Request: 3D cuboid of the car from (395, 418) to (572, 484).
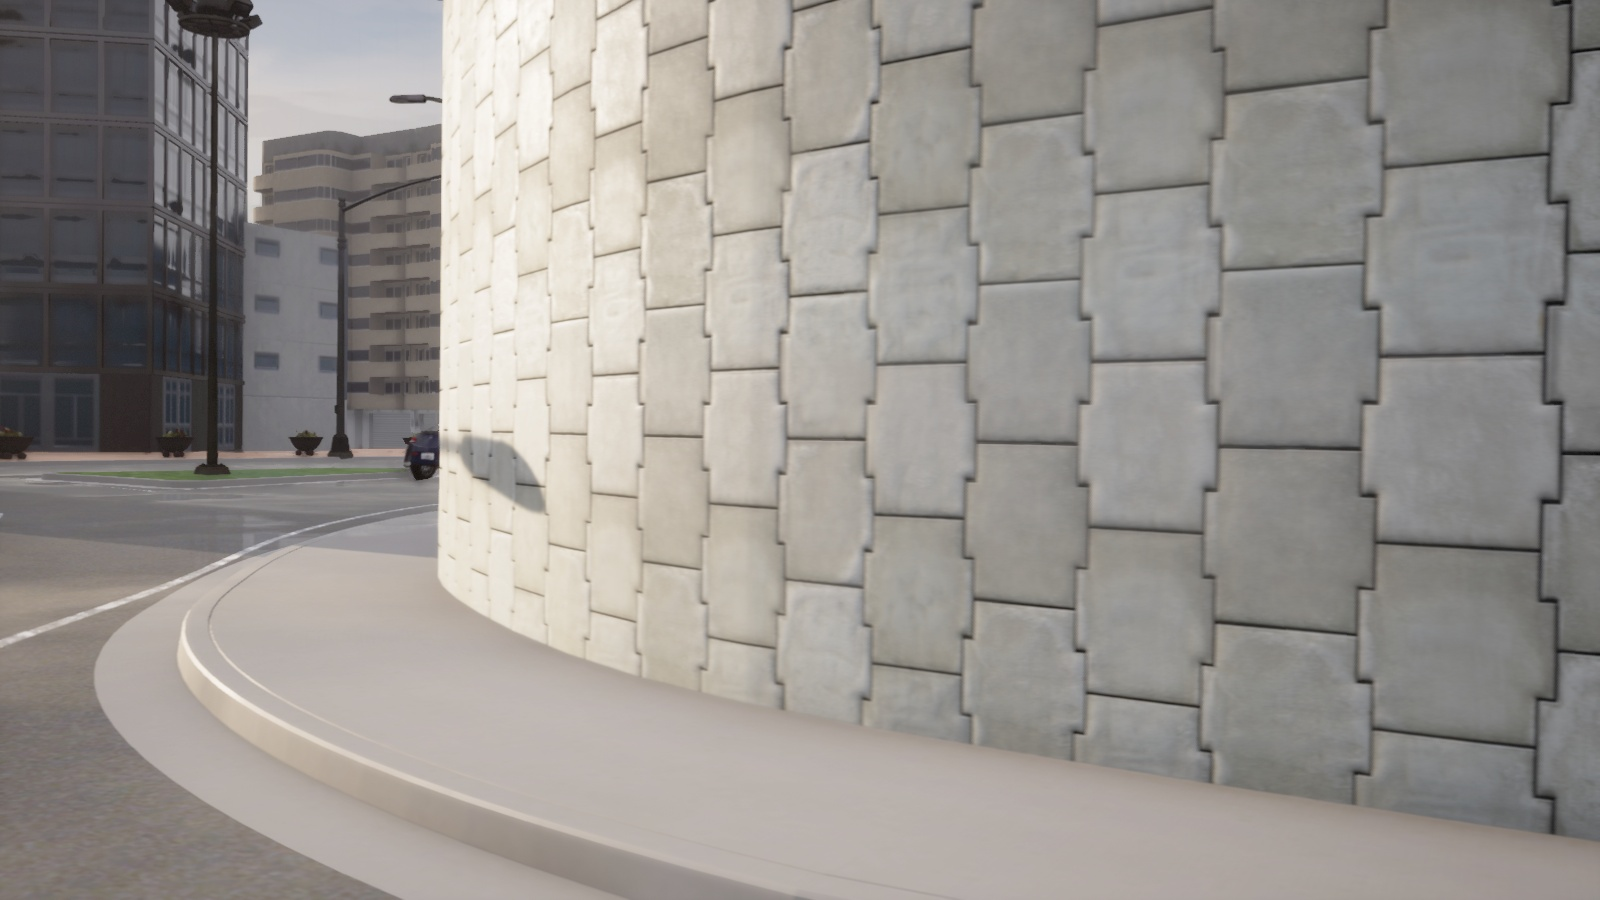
[{"bbox_3d":[-8.533,-0.018,34.453,2.152,1.651,5.027,0,1,22],"label":"car"}]
